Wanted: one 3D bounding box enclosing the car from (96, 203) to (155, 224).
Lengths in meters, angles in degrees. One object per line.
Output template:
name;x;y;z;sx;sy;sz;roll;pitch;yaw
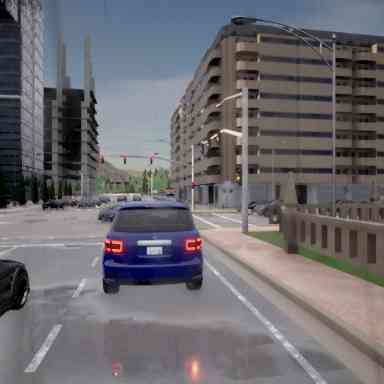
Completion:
car;-4.942;1.598;25.038;4.181;1.385;1.994;0;0;-10

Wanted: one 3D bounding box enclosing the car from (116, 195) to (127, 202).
car;-16.202;1.524;76.651;2.128;1.511;4.902;0;0;-10

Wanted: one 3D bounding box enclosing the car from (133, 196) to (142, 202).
car;-12.772;1.548;77.356;1.994;1.385;4.181;0;0;-10

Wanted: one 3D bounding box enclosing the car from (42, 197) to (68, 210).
car;-17.459;1.601;42.000;1.895;1.301;4.718;0;0;-10

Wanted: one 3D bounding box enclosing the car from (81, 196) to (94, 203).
car;-22.390;1.552;71.319;1.994;1.385;4.181;0;0;-10

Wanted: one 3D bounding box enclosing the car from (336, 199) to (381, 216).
car;16.524;1.619;32.596;4.181;1.385;1.994;0;0;-10

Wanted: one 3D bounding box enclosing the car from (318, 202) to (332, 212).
car;16.135;1.560;36.085;4.892;1.490;1.837;0;0;-10

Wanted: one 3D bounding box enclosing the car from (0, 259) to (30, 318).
car;-4.092;1.564;5.077;1.994;1.385;4.181;0;0;-7

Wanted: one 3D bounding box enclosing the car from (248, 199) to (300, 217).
car;8.029;1.407;31.095;4.553;1.767;2.097;0;0;-10

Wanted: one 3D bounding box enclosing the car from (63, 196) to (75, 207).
car;-18.958;1.352;50.769;2.097;1.767;4.553;0;0;-10

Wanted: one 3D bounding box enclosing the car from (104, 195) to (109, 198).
car;-17.805;1.564;65.143;1.994;1.385;4.181;0;0;-10

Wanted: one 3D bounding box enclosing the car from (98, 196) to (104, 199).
car;-16.161;1.526;55.235;1.812;1.442;4.674;0;0;-10

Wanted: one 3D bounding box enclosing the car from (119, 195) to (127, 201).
car;-17.922;1.548;86.681;1.994;1.385;4.181;0;0;-10

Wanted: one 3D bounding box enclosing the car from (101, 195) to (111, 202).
car;-19.515;1.522;75.260;1.812;1.442;4.674;0;0;-10

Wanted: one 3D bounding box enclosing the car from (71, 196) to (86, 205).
car;-20.509;1.526;60.002;1.812;1.442;4.674;0;0;-9

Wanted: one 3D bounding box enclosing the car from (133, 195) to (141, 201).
car;-14.472;1.535;87.273;2.033;1.411;5.357;0;0;-10

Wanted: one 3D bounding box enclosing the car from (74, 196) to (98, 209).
car;-14.646;1.505;46.338;1.837;1.490;4.892;0;0;-10

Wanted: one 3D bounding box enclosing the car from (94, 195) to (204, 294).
car;-1.088;1.221;9.059;2.150;2.045;5.566;0;0;-8

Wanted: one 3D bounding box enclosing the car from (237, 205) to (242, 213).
car;7.060;1.560;34.478;4.892;1.490;1.837;0;0;-10
